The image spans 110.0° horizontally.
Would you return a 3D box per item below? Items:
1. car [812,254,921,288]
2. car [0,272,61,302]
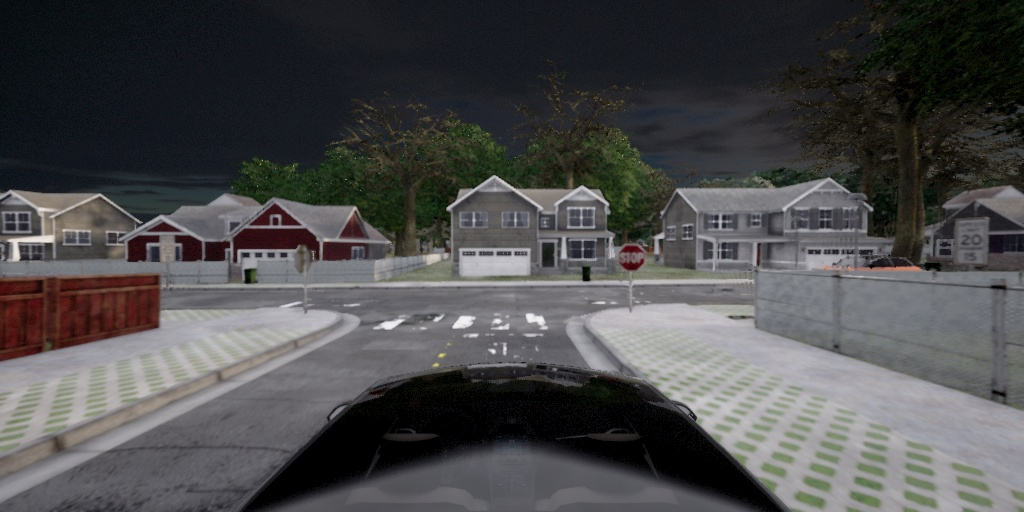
[{"bbox_3d":[17.590,0.775,18.063,4.553,1.767,2.097,-1,2,0],"label":"car"},{"bbox_3d":[-20.241,1.373,15.015,5.357,1.411,2.033,0,2,0],"label":"car"}]
